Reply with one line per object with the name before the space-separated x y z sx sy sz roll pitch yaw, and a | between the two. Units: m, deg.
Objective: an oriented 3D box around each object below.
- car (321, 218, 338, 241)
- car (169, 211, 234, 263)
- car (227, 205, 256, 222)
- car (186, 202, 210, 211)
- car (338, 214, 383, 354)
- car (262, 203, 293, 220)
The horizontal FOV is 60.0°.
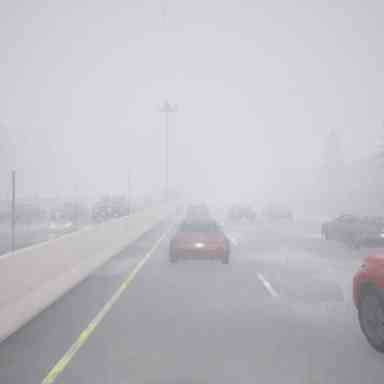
car | 7.299 1.633 14.626 1.994 1.385 4.181 0 0 1
car | 0.261 1.615 12.215 1.994 1.385 4.181 0 0 1
car | 3.997 1.719 27.614 1.895 1.301 4.718 0 0 1
car | 0.522 1.612 29.261 2.128 1.511 4.902 0 0 1
car | 3.618 1.242 2.989 2.150 2.045 5.566 0 0 1
car | 7.529 1.695 29.654 1.994 1.385 4.181 0 0 1
